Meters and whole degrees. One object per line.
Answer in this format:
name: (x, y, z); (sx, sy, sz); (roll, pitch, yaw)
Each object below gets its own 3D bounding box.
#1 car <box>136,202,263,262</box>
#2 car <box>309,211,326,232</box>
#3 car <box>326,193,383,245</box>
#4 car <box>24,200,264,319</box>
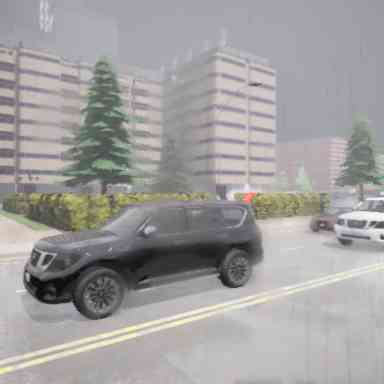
car: (0.371, 1.346, 12.836); (4.553, 1.767, 2.097); (0, 0, -36)
car: (8.435, 1.549, 18.554); (4.181, 1.385, 1.994); (0, 0, -35)
car: (8.473, 1.209, 14.281); (5.566, 2.045, 2.150); (0, 0, -35)
car: (-0.761, 1.221, 7.720); (5.566, 2.045, 2.150); (0, 0, -35)
